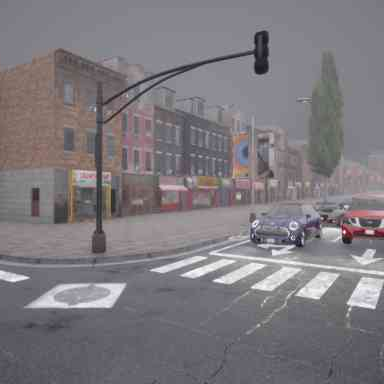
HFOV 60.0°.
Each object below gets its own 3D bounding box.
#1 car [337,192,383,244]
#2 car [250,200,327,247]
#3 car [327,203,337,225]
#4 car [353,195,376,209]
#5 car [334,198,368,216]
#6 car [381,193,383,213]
[{"bbox_3d":[8.265,1.152,14.979,2.150,2.045,5.566,0,0,33],"label":"car"},{"bbox_3d":[4.305,1.298,14.856,2.097,1.767,4.553,0,0,33],"label":"car"},{"bbox_3d":[9.031,1.435,22.043,1.994,1.385,4.181,0,1,34],"label":"car"},{"bbox_3d":[20.572,1.135,39.548,1.837,1.490,4.892,0,0,34],"label":"car"},{"bbox_3d":[14.730,1.301,30.661,2.033,1.411,5.357,0,1,34],"label":"car"},{"bbox_3d":[19.641,1.059,32.186,2.097,1.767,4.553,0,1,34],"label":"car"}]
